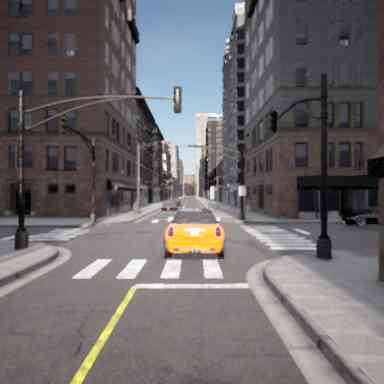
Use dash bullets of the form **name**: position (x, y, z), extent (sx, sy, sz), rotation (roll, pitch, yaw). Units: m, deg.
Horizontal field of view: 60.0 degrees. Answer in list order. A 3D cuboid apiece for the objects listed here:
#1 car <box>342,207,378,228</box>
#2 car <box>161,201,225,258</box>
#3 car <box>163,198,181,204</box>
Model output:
- **car**: position (12.371, 1.648, 22.345), extent (4.313, 1.339, 1.947), rotation (0, 0, 0)
- **car**: position (0.091, 1.405, 13.115), extent (2.097, 1.767, 4.553), rotation (0, 0, 0)
- **car**: position (-2.839, 1.724, 42.437), extent (2.033, 1.411, 5.357), rotation (0, 0, 0)
